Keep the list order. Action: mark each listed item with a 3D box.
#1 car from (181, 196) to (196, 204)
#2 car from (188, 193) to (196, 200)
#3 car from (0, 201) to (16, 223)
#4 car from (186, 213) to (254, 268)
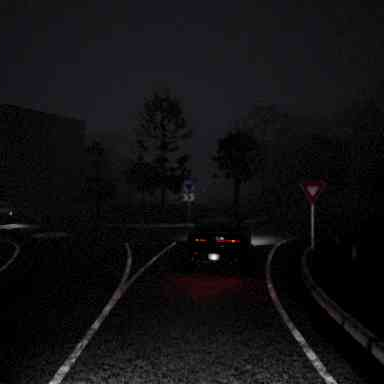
[{"bbox_3d":[-0.635,1.119,52.831,1.882,1.535,5.008,0,0,-7],"label":"car"},{"bbox_3d":[0.072,1.072,81.056,1.837,1.490,4.892,0,0,1],"label":"car"},{"bbox_3d":[-13.475,1.367,23.309,1.812,1.442,4.674,-1,1,-28],"label":"car"},{"bbox_3d":[1.049,1.470,11.331,1.837,1.490,4.892,0,1,11],"label":"car"}]
